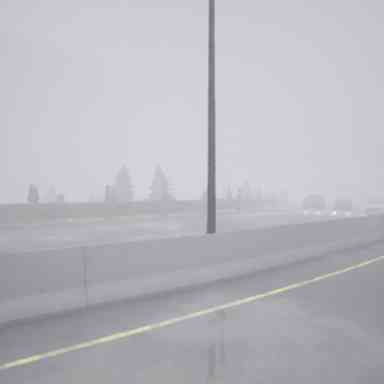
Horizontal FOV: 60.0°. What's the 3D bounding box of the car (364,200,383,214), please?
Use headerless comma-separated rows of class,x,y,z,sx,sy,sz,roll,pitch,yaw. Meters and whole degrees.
car,19.725,1.571,35.656,1.812,1.442,4.674,0,0,32

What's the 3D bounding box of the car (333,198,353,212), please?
car,18.121,1.555,39.741,1.837,1.490,4.892,0,0,30

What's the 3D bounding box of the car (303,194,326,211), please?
car,15.667,1.271,42.399,2.150,2.045,5.566,0,0,29
